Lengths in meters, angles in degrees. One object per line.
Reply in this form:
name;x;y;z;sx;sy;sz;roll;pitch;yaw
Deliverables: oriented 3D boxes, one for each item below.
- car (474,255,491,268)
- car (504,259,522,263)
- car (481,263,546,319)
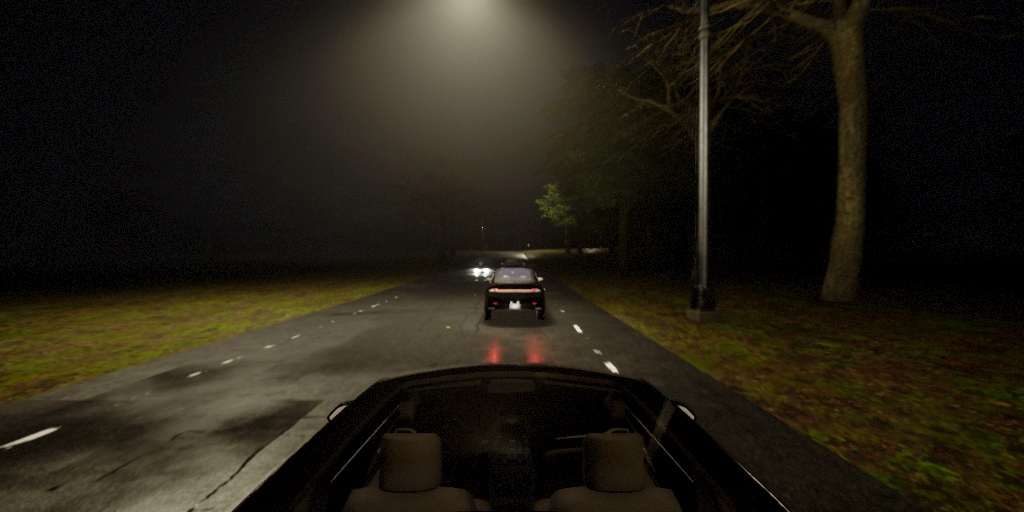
car;-3.568;0.631;43.709;2.128;1.511;4.902;0;1;0
car;0.098;0.959;28.537;1.812;1.442;4.674;0;1;0
car;0.088;1.156;12.372;2.128;1.511;4.902;0;1;0
